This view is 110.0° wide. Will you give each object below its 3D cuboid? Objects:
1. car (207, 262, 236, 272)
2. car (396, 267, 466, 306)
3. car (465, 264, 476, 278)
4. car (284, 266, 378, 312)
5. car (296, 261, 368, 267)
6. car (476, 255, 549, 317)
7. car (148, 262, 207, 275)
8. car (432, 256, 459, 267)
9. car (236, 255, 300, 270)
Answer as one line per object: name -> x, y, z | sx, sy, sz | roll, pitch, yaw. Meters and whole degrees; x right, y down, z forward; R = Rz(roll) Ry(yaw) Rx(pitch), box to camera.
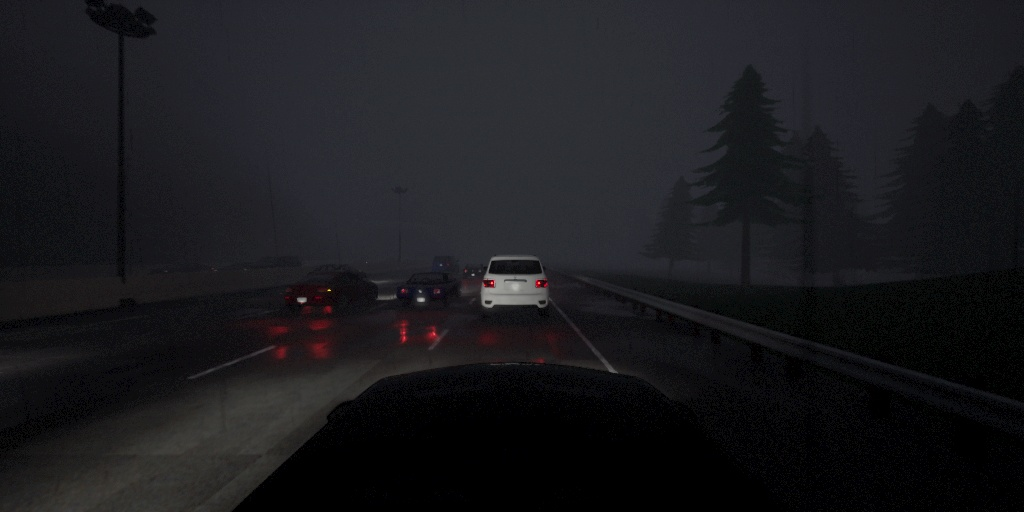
car -> -24.596, 1.259, 32.713 | 1.837, 1.490, 4.892 | 0, 0, 0
car -> -3.400, 1.352, 15.648 | 1.895, 1.301, 4.718 | 0, 0, 0
car -> -3.402, 1.355, 33.543 | 1.895, 1.301, 4.718 | 0, 0, 0
car -> -6.900, 1.277, 14.090 | 1.812, 1.442, 4.674 | 0, 0, 0
car -> -10.401, 1.243, 21.688 | 2.128, 1.511, 4.902 | 0, 0, 0
car -> 0.100, 0.973, 13.224 | 2.150, 2.045, 5.566 | 0, 0, 0
car -> -31.597, 1.299, 34.550 | 2.033, 1.411, 5.357 | 0, 0, 0
car -> -6.903, 0.976, 37.543 | 2.150, 2.045, 5.566 | 0, 0, 0
car -> -21.099, 0.971, 31.881 | 2.150, 2.045, 5.566 | 0, 0, 0
